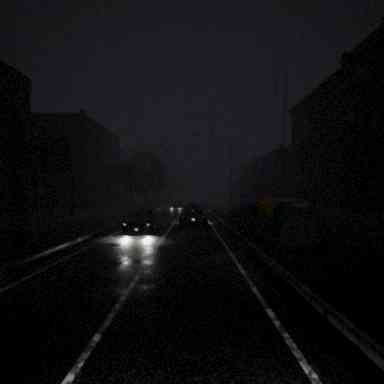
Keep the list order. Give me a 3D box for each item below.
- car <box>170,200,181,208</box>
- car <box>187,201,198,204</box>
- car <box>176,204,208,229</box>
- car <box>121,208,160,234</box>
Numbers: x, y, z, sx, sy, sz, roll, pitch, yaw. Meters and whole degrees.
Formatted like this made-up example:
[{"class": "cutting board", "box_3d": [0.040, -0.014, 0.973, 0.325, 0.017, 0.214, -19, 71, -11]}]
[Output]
[{"class": "car", "box_3d": [-3.049, 2.303, 64.038, 1.812, 1.442, 4.674, 0, -1, 0]}, {"class": "car", "box_3d": [0.079, 1.956, 41.602, 1.837, 1.490, 4.892, 0, -1, 0]}, {"class": "car", "box_3d": [0.088, 1.800, 23.901, 1.994, 1.385, 4.181, 0, 0, 0]}, {"class": "car", "box_3d": [-3.111, 1.756, 21.238, 2.033, 1.411, 5.357, 0, -1, 0]}]
